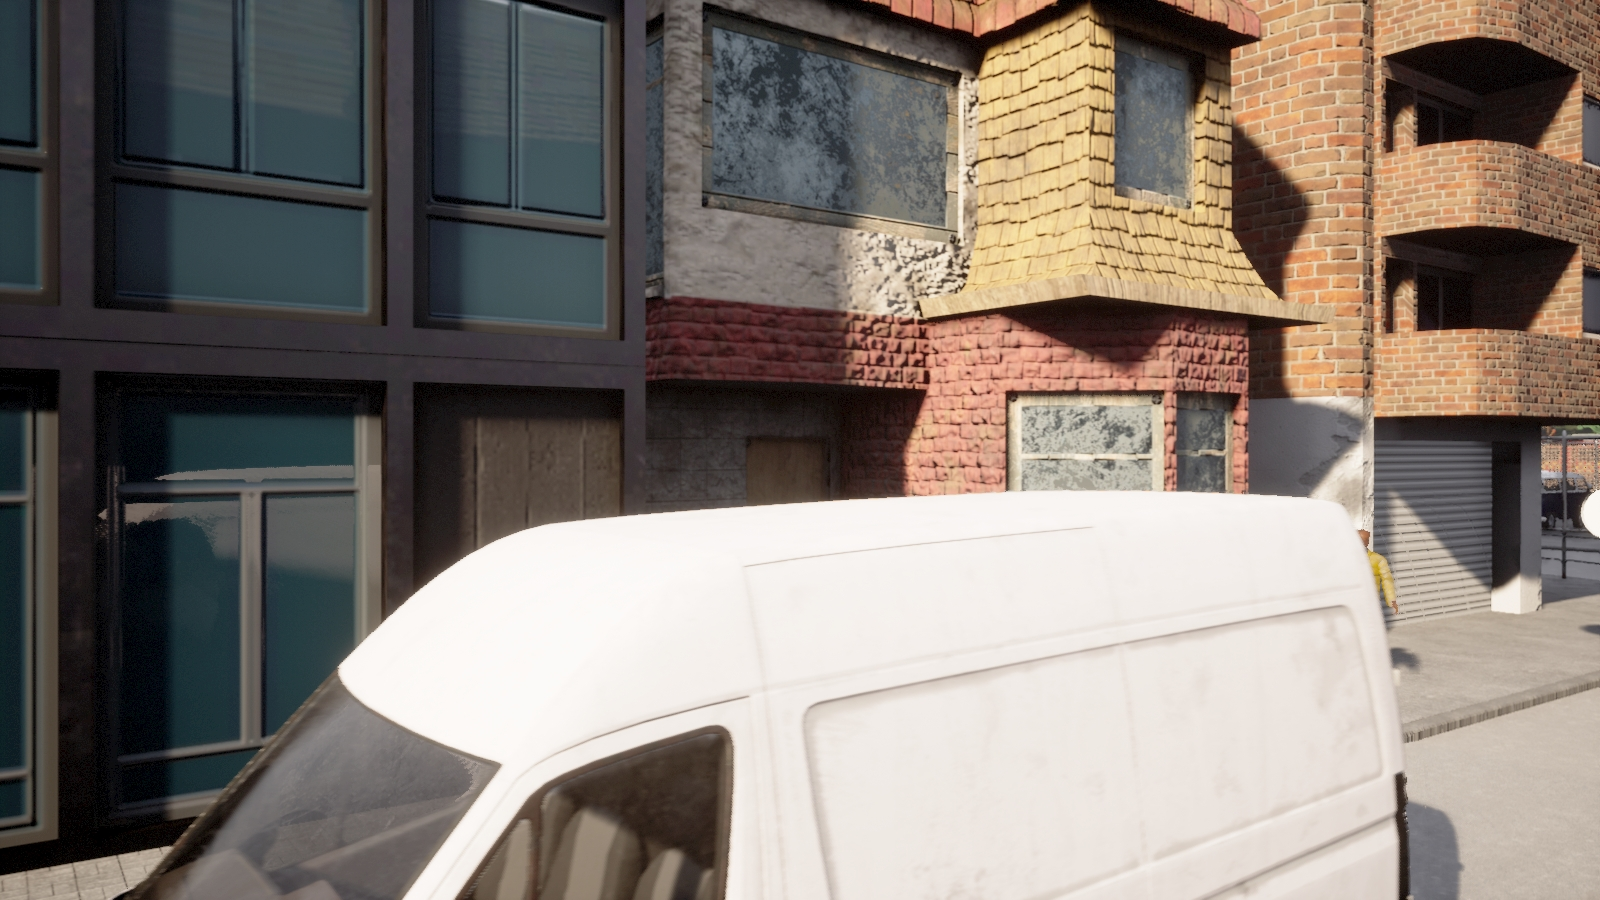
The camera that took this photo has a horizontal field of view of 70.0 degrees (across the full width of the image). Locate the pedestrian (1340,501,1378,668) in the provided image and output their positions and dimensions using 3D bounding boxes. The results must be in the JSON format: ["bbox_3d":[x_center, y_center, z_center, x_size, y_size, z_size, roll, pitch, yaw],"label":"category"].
[{"bbox_3d":[6.400,1.520,13.093,0.375,1.860,0.375,0,0,23],"label":"pedestrian"}]

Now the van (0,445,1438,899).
[{"bbox_3d":[-0.122,1.310,4.269,5.915,2.561,1.988,-1,1,-35],"label":"van"}]
